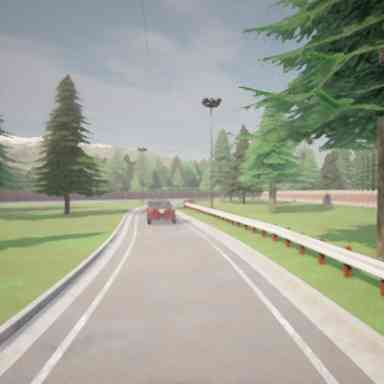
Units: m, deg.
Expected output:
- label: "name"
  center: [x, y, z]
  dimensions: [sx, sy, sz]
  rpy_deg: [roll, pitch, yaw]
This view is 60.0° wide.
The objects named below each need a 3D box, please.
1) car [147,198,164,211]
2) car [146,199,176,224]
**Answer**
- label: "car"
  center: [-4.718, 1.592, 43.229]
  dimensions: [2.128, 1.511, 4.902]
  rpy_deg: [0, 0, -6]
- label: "car"
  center: [-2.449, 1.410, 25.858]
  dimensions: [2.097, 1.767, 4.553]
  rpy_deg: [0, 0, -8]
